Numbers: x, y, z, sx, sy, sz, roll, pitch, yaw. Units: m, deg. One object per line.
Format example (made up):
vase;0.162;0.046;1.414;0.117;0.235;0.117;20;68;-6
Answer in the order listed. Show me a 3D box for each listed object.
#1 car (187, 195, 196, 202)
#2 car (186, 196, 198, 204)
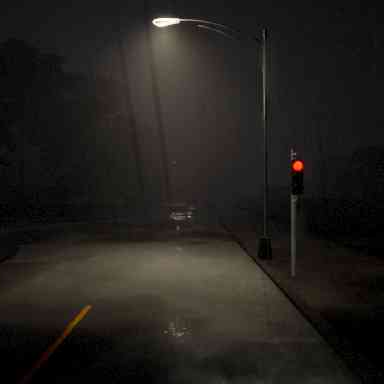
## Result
car;-0.061;1.540;78.015;2.033;1.411;5.357;0;0;0
car;0.052;1.504;61.853;1.837;1.490;4.892;0;0;0
